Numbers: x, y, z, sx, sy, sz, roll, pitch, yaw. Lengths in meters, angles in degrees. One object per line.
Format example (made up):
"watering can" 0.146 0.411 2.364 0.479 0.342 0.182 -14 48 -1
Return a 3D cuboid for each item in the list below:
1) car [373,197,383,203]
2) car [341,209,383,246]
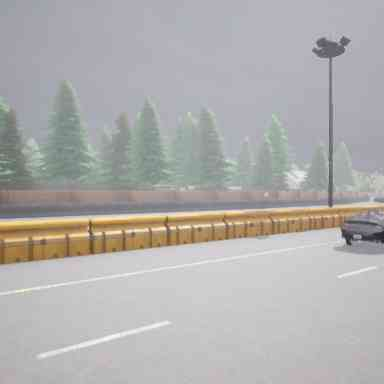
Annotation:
"car" 37.835 1.586 66.914 1.895 1.301 4.718 0 0 39
"car" 8.267 1.495 14.058 4.902 1.511 2.128 0 0 -35
